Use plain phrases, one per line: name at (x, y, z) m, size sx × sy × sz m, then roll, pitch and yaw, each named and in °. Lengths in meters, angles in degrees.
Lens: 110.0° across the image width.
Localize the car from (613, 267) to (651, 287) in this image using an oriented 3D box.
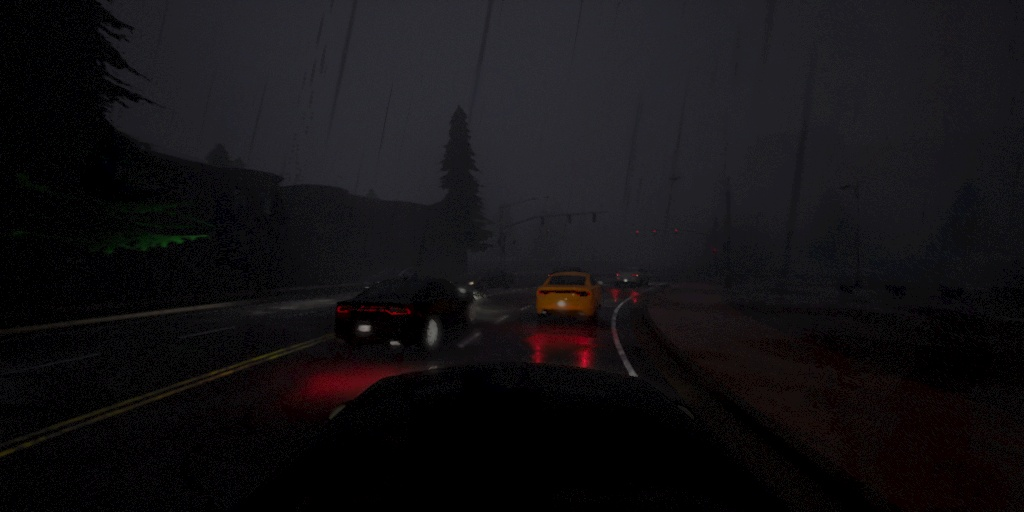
car at (9.097, 1.512, 27.112) m, size 1.812 × 1.442 × 4.674 m, roll 0°, pitch -1°, yaw 30°

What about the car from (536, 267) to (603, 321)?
car at (2.233, 1.325, 13.179) m, size 1.882 × 1.535 × 5.008 m, roll 0°, pitch -1°, yaw 17°

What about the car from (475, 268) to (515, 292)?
car at (-1.676, 1.438, 22.333) m, size 2.033 × 1.411 × 5.357 m, roll 0°, pitch -1°, yaw 28°

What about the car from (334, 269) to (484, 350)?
car at (-2.388, 1.269, 9.355) m, size 1.882 × 1.535 × 5.008 m, roll 0°, pitch -1°, yaw 11°

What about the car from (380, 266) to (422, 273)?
car at (-6.368, 1.341, 20.461) m, size 2.128 × 1.511 × 4.902 m, roll 0°, pitch 0°, yaw 24°
